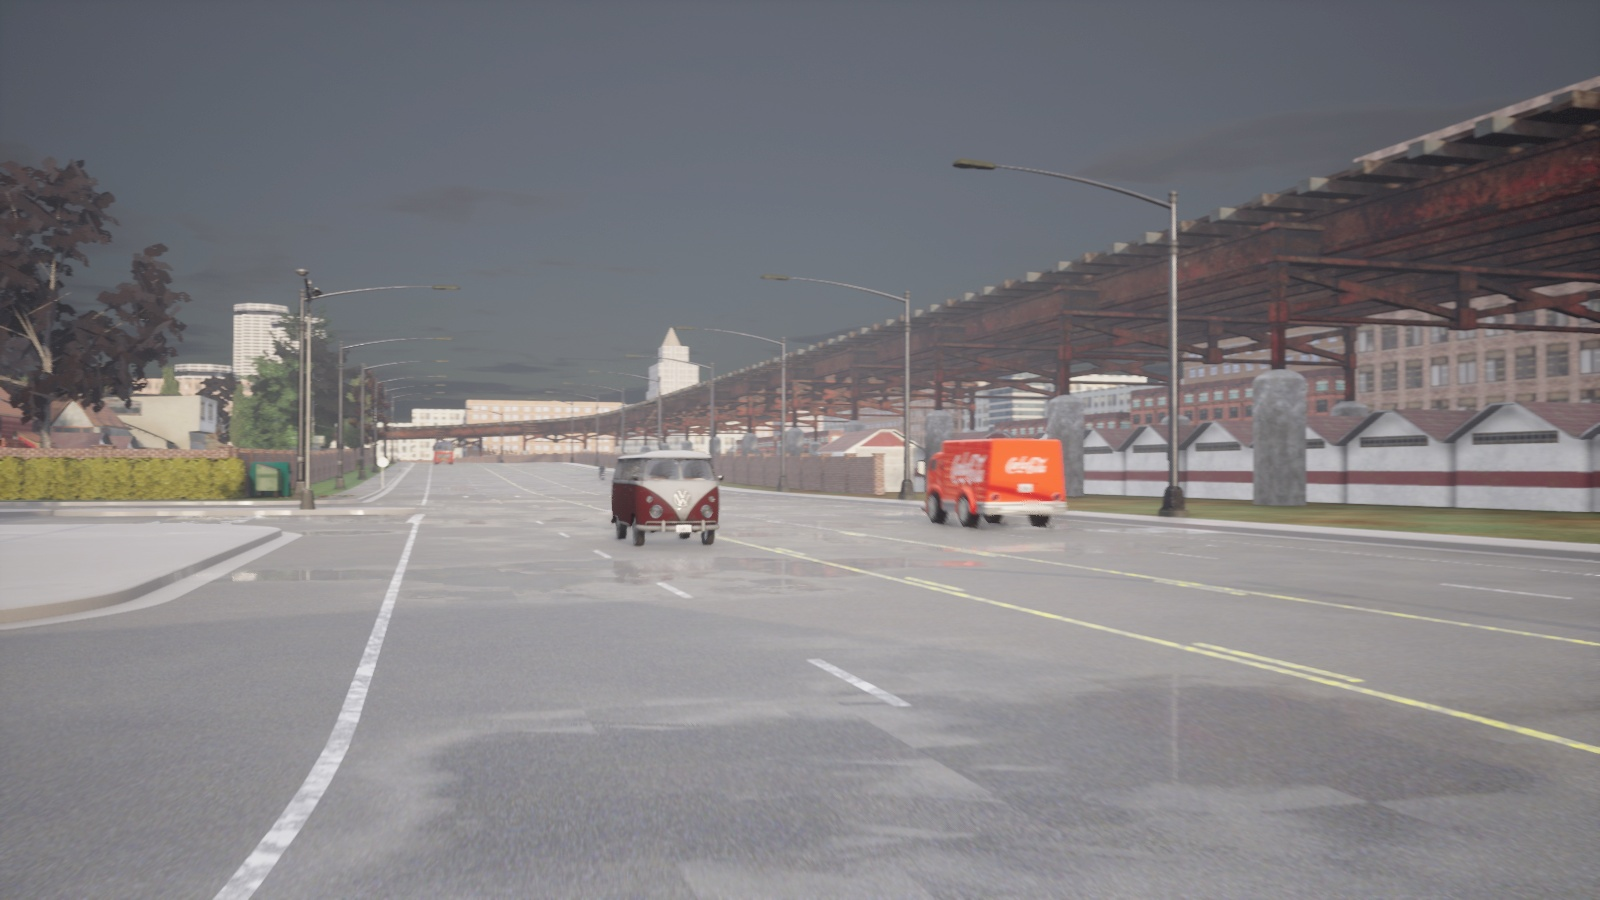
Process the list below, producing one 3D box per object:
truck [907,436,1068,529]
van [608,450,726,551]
[{"bbox_3d":[5.294,0.908,36.322,2.627,2.467,5.204,0,-1,-16],"label":"truck"},{"bbox_3d":[-2.971,1.039,27.169,1.775,1.987,4.442,0,-1,-16],"label":"van"}]
